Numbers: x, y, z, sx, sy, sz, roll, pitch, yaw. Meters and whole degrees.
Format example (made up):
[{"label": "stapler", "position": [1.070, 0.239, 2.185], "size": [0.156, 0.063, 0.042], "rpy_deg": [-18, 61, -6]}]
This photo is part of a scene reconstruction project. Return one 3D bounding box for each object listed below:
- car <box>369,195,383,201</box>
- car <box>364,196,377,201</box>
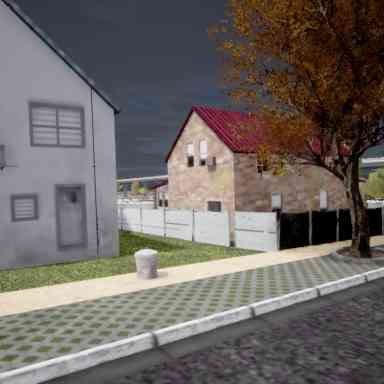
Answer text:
[{"label": "car", "position": [31.861, 1.741, 55.658], "size": [1.882, 1.535, 5.008], "rpy_deg": [-2, 0, 1]}, {"label": "car", "position": [28.607, 1.855, 56.232], "size": [1.882, 1.535, 5.008], "rpy_deg": [-2, 0, 1]}]
